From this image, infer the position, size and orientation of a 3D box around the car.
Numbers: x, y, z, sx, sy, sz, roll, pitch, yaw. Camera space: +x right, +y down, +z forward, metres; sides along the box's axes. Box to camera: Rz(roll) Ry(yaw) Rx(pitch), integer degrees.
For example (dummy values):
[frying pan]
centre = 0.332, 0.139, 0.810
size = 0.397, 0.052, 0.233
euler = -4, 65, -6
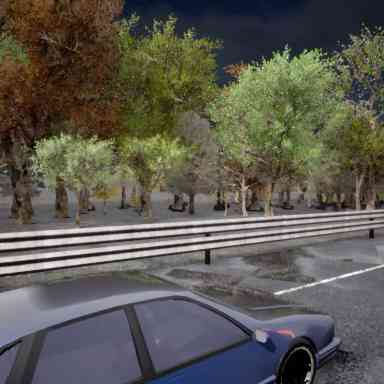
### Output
[car]
centre = -0.731, 1.547, 3.201
size = 5.357, 1.411, 2.033
euler = 0, 0, -38
